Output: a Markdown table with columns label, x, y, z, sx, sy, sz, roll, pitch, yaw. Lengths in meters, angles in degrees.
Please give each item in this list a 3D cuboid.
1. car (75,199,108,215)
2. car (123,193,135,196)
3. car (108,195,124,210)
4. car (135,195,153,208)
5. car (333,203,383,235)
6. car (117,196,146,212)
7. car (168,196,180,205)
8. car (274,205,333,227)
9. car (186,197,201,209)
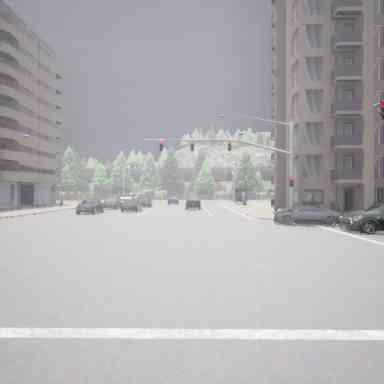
| label | x | y | z | sx | sy | sz | roll | pitch | yaw |
| --- | --- | --- | --- | --- | --- | --- | --- | --- | --- |
| car | -10.511 | 1.504 | 34.503 | 1.837 | 1.490 | 4.892 | 0 | 0 | 0 |
| car | -10.435 | 1.220 | 54.451 | 2.150 | 2.045 | 5.566 | 0 | 0 | 1 |
| car | -10.486 | 1.524 | 43.754 | 1.812 | 1.442 | 4.674 | 0 | 0 | 0 |
| car | -6.952 | 1.562 | 48.634 | 1.994 | 1.385 | 4.181 | 0 | 0 | 1 |
| car | 10.598 | 1.352 | 18.198 | 4.553 | 1.767 | 2.097 | 0 | 0 | 1 |
| car | -6.988 | 1.504 | 38.691 | 1.837 | 1.490 | 4.892 | 0 | 0 | 0 |
| car | -3.369 | 1.524 | 60.049 | 1.812 | 1.442 | 4.674 | 0 | 0 | 0 |
| car | 7.692 | 1.564 | 22.466 | 4.181 | 1.385 | 1.994 | 0 | 0 | 10 |
| car | 0.175 | 1.476 | 45.023 | 1.882 | 1.535 | 5.008 | 0 | 0 | 0 |
